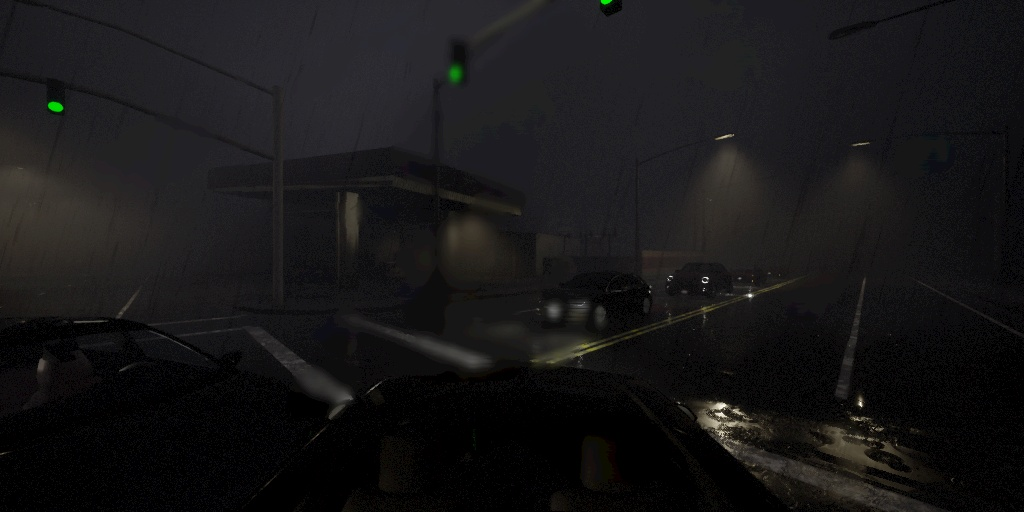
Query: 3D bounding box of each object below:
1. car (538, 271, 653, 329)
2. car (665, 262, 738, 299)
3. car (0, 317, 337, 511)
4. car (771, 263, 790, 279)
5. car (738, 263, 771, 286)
[{"bbox_3d":[2.841,1.255,11.520,1.837,1.490,4.892,0,0,44],"label":"car"},{"bbox_3d":[9.656,1.102,18.390,2.097,1.767,4.553,0,0,45],"label":"car"},{"bbox_3d":[-3.430,1.242,2.480,4.902,1.511,2.128,0,0,15],"label":"car"},{"bbox_3d":[23.667,1.314,32.403,4.181,1.385,1.994,0,0,-45],"label":"car"},{"bbox_3d":[16.559,1.314,25.324,1.994,1.385,4.181,0,0,44],"label":"car"}]
